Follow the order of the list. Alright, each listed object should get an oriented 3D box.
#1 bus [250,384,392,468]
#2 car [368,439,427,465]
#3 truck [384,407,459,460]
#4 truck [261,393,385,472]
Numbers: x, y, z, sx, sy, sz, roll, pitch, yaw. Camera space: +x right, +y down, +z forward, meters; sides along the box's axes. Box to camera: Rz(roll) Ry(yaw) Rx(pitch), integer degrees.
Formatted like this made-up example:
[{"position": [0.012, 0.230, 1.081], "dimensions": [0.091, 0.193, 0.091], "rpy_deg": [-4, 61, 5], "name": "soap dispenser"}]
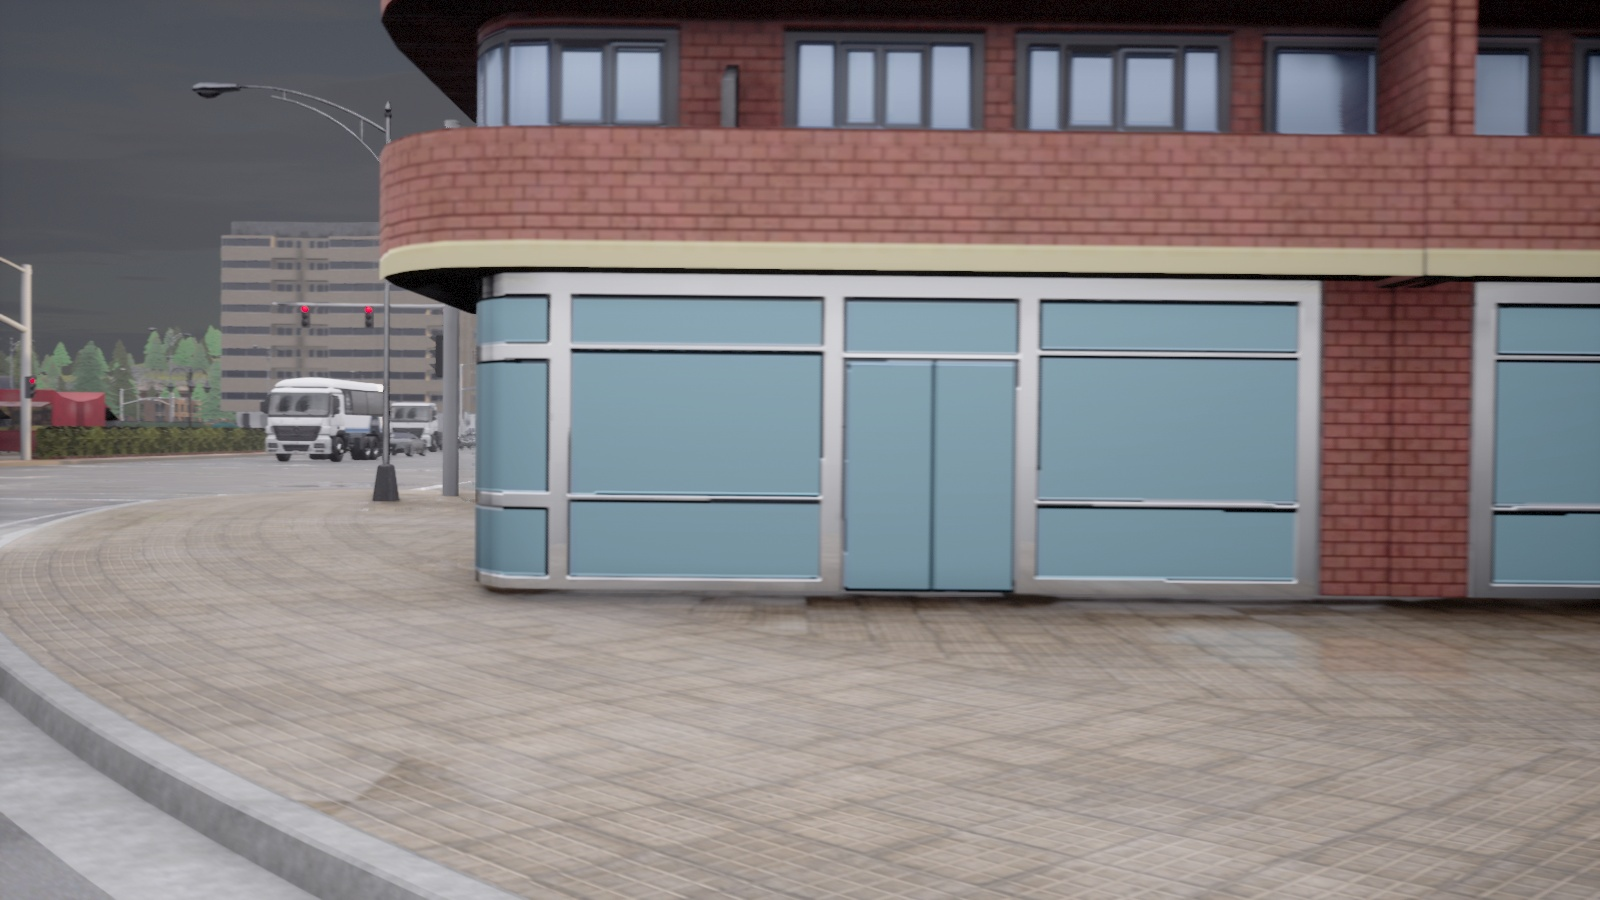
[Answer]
[{"position": [-26.015, -1.302, 69.027], "dimensions": [3.944, 4.253, 10.273], "rpy_deg": [0, 1, -1], "name": "bus"}, {"position": [-22.510, 0.091, 70.455], "dimensions": [1.994, 1.385, 4.181], "rpy_deg": [0, 1, -1], "name": "car"}, {"position": [-26.228, -1.138, 87.367], "dimensions": [2.891, 3.462, 7.936], "rpy_deg": [0, 1, -1], "name": "truck"}, {"position": [-22.382, -0.816, 59.430], "dimensions": [2.891, 3.462, 7.936], "rpy_deg": [0, 1, -1], "name": "truck"}]
